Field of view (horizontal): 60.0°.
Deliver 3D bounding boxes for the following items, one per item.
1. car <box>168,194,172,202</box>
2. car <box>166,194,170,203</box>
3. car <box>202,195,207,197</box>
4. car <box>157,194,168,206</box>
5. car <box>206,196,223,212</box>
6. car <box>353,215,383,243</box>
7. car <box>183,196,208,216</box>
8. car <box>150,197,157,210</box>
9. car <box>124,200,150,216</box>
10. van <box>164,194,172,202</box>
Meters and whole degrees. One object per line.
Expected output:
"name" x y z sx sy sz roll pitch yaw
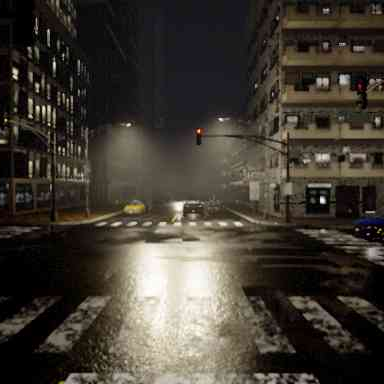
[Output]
"car" -5.668 1.538 67.281 1.887 1.381 4.507 -1 0 0
"car" -5.670 1.576 61.627 1.802 1.307 4.206 -1 0 0
"car" 2.714 1.433 72.933 1.967 1.590 4.097 -1 0 0
"car" -5.673 1.539 55.972 1.887 1.381 4.507 -1 0 0
"car" 2.697 1.546 39.005 2.008 1.369 4.403 -1 0 0
"car" 10.393 1.551 15.915 5.008 1.535 1.882 0 1 -1
"car" 0.132 1.488 32.259 2.128 1.511 4.902 0 0 0
"car" -5.682 1.561 39.009 1.947 1.339 4.313 -1 0 0
"car" -5.686 1.521 33.185 1.752 1.417 4.829 -1 0 0
"van" -5.665 1.334 78.591 1.690 1.788 3.998 -1 0 0
